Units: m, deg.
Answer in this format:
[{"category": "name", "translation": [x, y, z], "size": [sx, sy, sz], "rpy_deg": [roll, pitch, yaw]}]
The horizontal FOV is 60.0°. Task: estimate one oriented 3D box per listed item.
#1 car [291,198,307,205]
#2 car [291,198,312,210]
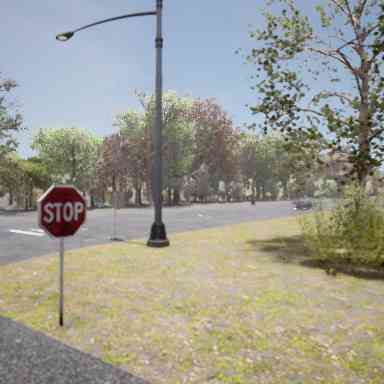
[{"category": "car", "translation": [21.463, 1.871, 66.648], "size": [1.994, 1.385, 4.181], "rpy_deg": [0, 0, 36]}, {"category": "car", "translation": [16.678, 1.733, 48.230], "size": [2.128, 1.511, 4.902], "rpy_deg": [0, 0, 36]}]
